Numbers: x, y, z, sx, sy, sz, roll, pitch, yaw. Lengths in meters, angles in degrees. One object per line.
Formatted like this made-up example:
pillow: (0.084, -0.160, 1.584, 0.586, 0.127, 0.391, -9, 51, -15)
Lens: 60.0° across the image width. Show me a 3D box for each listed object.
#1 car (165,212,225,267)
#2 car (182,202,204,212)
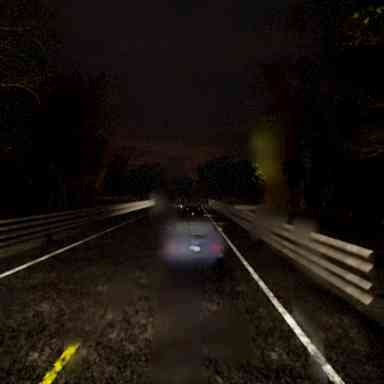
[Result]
car: (0.094, 1.637, 11.703, 2.033, 1.411, 5.357, 0, 0, 0)
car: (0.098, 1.731, 31.580, 2.128, 1.511, 4.902, 0, 0, 0)
